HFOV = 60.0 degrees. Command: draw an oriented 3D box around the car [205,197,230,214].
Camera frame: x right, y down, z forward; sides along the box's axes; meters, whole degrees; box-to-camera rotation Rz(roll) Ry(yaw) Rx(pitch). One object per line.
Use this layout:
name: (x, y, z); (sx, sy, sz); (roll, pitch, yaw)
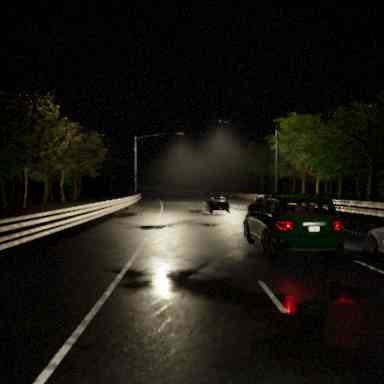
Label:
car: (2.397, 1.200, 31.943); (2.128, 1.511, 4.902); (0, 1, -4)

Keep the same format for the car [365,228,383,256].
car: (6.942, 1.438, 9.610); (1.812, 1.442, 4.674); (0, 1, -1)

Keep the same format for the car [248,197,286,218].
car: (6.168, 1.246, 27.964); (1.837, 1.490, 4.892); (0, 1, -3)

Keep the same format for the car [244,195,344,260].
car: (3.386, 1.114, 12.082); (2.150, 2.045, 5.566); (0, 1, -2)
